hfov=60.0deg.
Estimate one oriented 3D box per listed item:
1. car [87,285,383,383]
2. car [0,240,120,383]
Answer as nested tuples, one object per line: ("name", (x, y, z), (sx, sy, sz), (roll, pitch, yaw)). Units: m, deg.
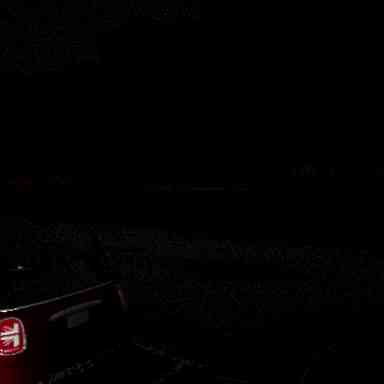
("car", (1.613, 1.440, 1.659), (4.097, 1.590, 1.967), (0, 0, 35))
("car", (-2.846, 1.437, 4.836), (4.097, 1.590, 1.967), (0, 0, 35))
